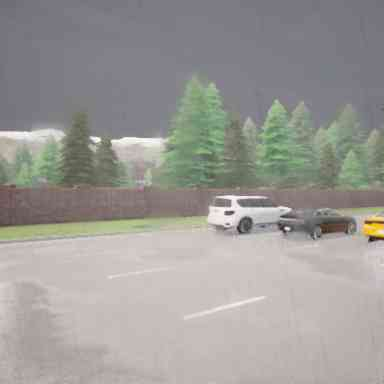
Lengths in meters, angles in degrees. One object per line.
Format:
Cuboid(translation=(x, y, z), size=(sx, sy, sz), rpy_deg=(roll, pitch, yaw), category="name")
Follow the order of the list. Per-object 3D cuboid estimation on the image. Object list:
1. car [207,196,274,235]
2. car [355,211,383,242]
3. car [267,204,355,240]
Cuboid(translation=(3.463, 1.226, 19.155), size=(5.566, 2.045, 2.150), rpy_deg=(0, 0, -35), category="car")
Cuboid(translation=(9.728, 1.480, 15.007), size=(5.008, 1.535, 1.882), rpy_deg=(0, 0, -35), category="car")
Cuboid(translation=(6.451, 1.495, 16.979), size=(4.902, 1.511, 2.128), rpy_deg=(0, 0, -35), category="car")
